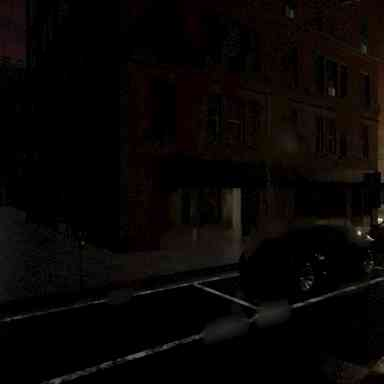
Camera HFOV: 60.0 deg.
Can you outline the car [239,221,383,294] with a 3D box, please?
[{"bbox_3d":[3.192,1.566,8.820,4.313,1.339,1.947,0,0,-36],"label":"car"}]
